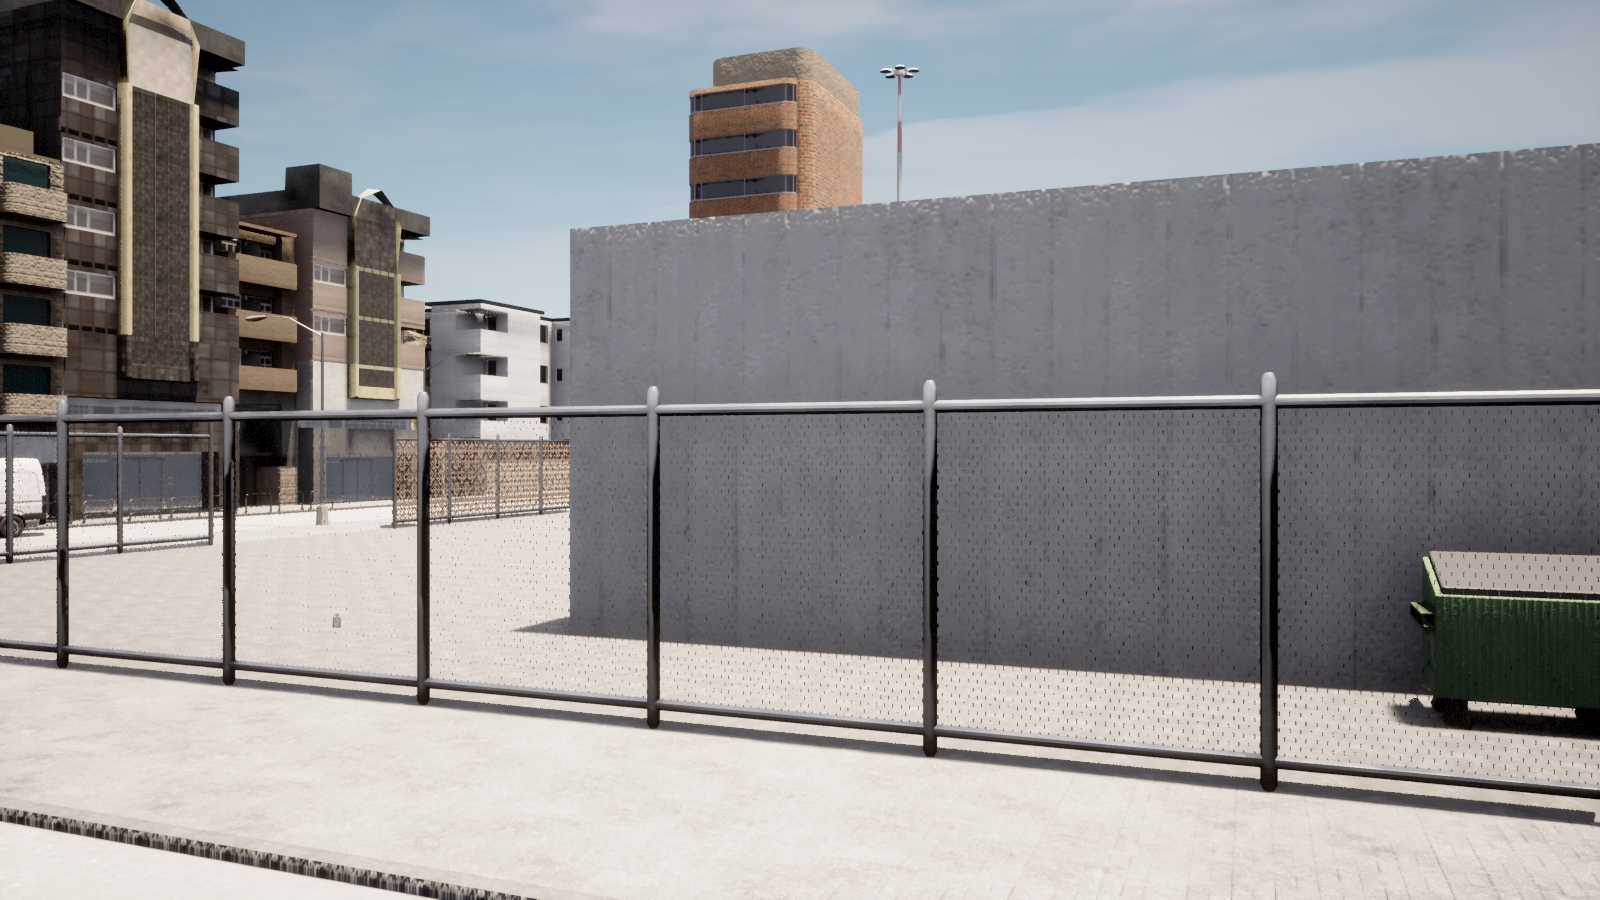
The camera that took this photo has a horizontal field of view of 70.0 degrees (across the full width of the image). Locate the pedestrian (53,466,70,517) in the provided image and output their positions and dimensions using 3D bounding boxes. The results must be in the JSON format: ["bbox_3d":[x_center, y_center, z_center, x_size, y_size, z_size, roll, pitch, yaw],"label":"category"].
[{"bbox_3d":[-27.238,1.523,42.142,0.375,1.860,0.375,0,0,28],"label":"pedestrian"}]

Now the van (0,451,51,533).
[{"bbox_3d":[-26.517,1.314,35.024,1.988,2.561,5.915,0,0,21],"label":"van"}]
